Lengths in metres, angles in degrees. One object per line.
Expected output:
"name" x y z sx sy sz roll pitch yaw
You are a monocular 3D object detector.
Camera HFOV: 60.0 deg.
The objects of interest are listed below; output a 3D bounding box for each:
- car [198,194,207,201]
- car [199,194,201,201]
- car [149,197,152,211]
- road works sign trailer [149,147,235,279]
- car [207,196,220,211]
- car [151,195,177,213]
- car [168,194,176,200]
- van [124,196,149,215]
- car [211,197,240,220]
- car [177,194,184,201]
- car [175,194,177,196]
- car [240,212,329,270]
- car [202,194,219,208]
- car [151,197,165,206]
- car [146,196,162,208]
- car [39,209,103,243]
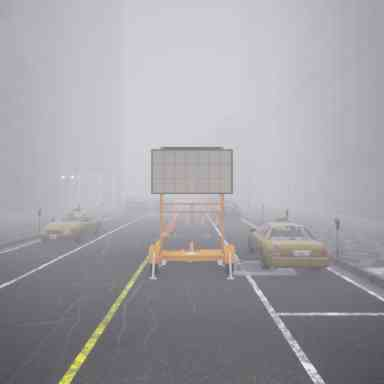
"car" 2.858 1.433 89.601 2.192 1.841 5.009 0 0 0
"car" 2.859 1.478 61.403 1.967 1.590 4.097 0 0 0
"car" -5.666 1.564 38.860 1.947 1.339 4.313 0 0 0
"road works sign trailer" 0.000 0.460 9.960 2.380 3.560 2.880 0 0 0
"car" 2.860 1.433 33.205 1.967 1.590 4.097 0 0 0
"car" -3.101 1.475 37.558 1.882 1.535 5.008 0 0 0
"car" -5.667 1.455 95.249 2.192 1.841 5.009 0 0 0
"van" -5.665 1.334 33.221 1.690 1.788 3.998 0 0 0
"car" 2.859 1.430 27.567 1.967 1.590 4.097 0 0 0
"car" -2.998 1.712 87.961 1.895 1.301 4.718 0 0 0
"car" -5.667 1.410 83.970 2.192 1.841 5.009 0 0 0
"car" 2.866 1.520 10.851 1.752 1.417 4.829 0 0 1
"car" 2.859 1.322 44.485 2.192 1.841 5.009 0 0 0
"car" -5.666 1.572 55.776 1.887 1.381 4.507 0 0 0
"car" -5.666 1.457 50.138 1.967 1.590 4.097 0 0 0
"car" -5.667 1.519 16.096 1.752 1.417 4.829 0 0 1
